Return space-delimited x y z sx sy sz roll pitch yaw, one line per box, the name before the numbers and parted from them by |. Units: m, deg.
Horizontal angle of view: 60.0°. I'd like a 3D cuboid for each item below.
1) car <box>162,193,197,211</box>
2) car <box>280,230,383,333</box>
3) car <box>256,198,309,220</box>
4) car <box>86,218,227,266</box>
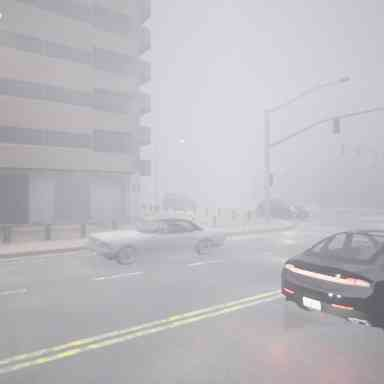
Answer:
car | -1.628 1.182 40.848 2.150 2.045 5.566 0 0 -34
car | 3.832 1.497 6.476 4.902 1.511 2.128 0 0 -35
car | 7.393 1.313 27.490 2.097 1.767 4.553 0 0 -31
car | -1.156 1.605 11.601 4.718 1.301 1.895 0 0 -34
